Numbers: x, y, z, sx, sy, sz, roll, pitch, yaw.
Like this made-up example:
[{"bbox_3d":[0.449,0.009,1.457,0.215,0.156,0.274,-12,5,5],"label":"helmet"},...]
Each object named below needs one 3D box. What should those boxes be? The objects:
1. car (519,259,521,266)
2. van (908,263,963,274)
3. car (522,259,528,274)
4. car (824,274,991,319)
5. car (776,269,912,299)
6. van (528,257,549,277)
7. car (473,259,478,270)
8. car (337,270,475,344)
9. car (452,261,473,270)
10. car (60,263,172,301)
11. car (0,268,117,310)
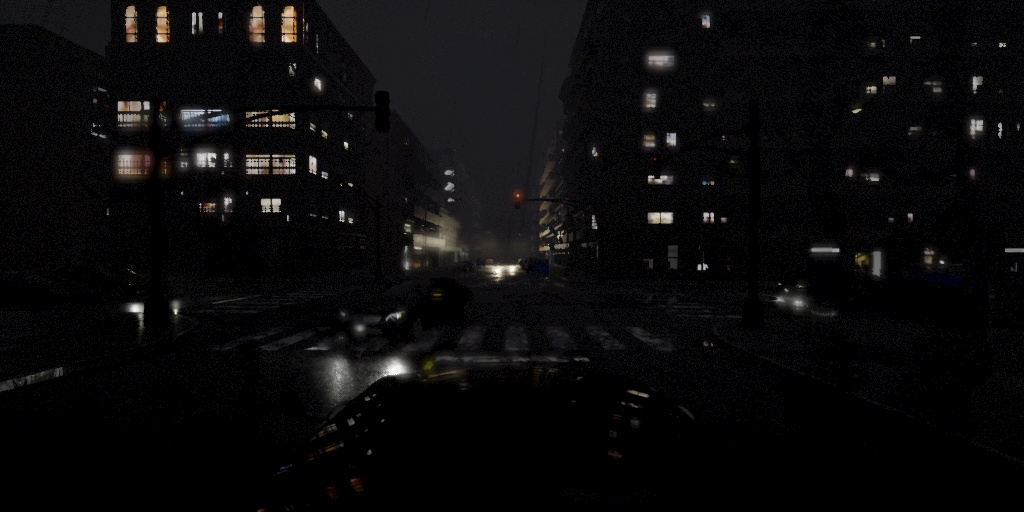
[{"bbox_3d":[2.584,1.252,58.039,1.967,1.591,4.097,0,0,0],"label":"car"},{"bbox_3d":[26.060,1.343,21.597,3.998,1.789,1.690,0,0,0],"label":"van"},{"bbox_3d":[2.657,1.091,41.478,2.192,1.841,5.009,0,0,0],"label":"car"},{"bbox_3d":[14.690,1.498,13.228,4.507,1.381,1.888,0,0,0],"label":"car"},{"bbox_3d":[17.250,1.477,19.021,5.357,1.411,2.033,1,0,0],"label":"car"},{"bbox_3d":[2.756,1.109,35.981,1.690,1.789,3.998,0,0,0],"label":"van"},{"bbox_3d":[-5.920,1.352,47.034,1.948,1.339,4.313,0,0,0],"label":"car"},{"bbox_3d":[-2.578,1.276,9.887,1.812,1.442,4.674,-1,0,17],"label":"car"},{"bbox_3d":[-5.910,1.358,41.512,1.802,1.307,4.207,0,0,0],"label":"car"},{"bbox_3d":[-18.015,1.086,15.809,5.008,1.535,1.882,1,0,0],"label":"car"},{"bbox_3d":[-17.763,1.215,13.228,4.207,1.307,1.802,0,0,0],"label":"car"}]
